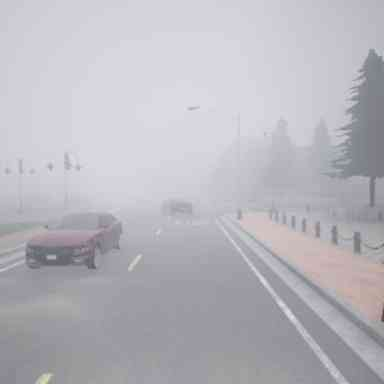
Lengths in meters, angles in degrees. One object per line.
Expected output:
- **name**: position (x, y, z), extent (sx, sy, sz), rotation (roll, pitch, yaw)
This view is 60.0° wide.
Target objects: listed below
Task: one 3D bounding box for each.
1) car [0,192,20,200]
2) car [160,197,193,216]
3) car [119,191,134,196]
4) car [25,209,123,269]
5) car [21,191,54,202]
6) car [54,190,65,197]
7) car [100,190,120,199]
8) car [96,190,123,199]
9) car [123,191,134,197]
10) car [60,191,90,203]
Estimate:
- **car**: position (-35.805, 0.765, 65.319), extent (3.633, 1.501, 1.845), rotation (0, 0, 0)
- **car**: position (-1.444, 1.226, 29.602), extent (1.882, 1.535, 5.008), rotation (0, 0, -18)
- **car**: position (-17.996, 0.456, 91.048), extent (3.806, 1.475, 1.970), rotation (0, 0, 0)
- **car**: position (-3.585, 1.381, 10.984), extent (1.882, 1.535, 5.008), rotation (0, 0, 0)
- **car**: position (-24.811, 0.935, 53.329), extent (3.806, 1.475, 1.970), rotation (0, 0, 0)
- **car**: position (-35.055, 0.349, 87.765), extent (4.605, 1.855, 1.932), rotation (0, 0, 0)
- **car**: position (-17.669, 0.467, 71.836), extent (3.866, 1.878, 1.905), rotation (0, 0, 0)
- **car**: position (-17.256, 0.513, 68.931), extent (4.605, 1.855, 1.932), rotation (0, 0, 0)
- **car**: position (-17.671, 0.433, 84.630), extent (5.027, 1.636, 2.152), rotation (0, 0, 0)
- **car**: position (-17.390, 0.950, 50.350), extent (3.633, 1.501, 1.845), rotation (0, 0, 0)
